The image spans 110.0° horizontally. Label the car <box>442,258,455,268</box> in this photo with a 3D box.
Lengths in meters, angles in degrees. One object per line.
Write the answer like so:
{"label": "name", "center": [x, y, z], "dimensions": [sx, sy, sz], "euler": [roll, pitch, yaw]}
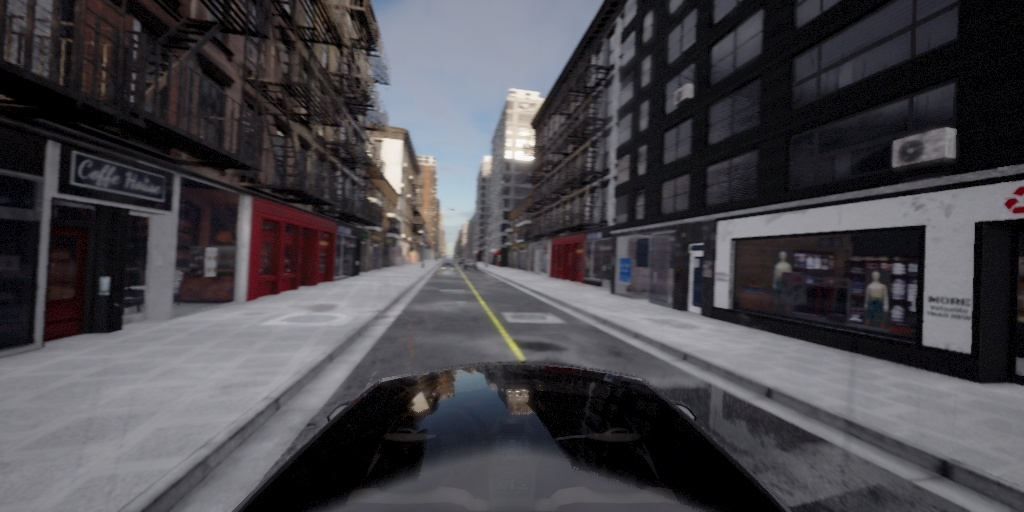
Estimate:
{"label": "car", "center": [-9.937, 1.064, 56.055], "dimensions": [2.033, 1.411, 5.357], "euler": [3, 0, -9]}

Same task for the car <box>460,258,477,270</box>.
{"label": "car", "center": [-6.108, 1.180, 52.396], "dimensions": [2.128, 1.511, 4.902], "euler": [3, 0, -10]}
